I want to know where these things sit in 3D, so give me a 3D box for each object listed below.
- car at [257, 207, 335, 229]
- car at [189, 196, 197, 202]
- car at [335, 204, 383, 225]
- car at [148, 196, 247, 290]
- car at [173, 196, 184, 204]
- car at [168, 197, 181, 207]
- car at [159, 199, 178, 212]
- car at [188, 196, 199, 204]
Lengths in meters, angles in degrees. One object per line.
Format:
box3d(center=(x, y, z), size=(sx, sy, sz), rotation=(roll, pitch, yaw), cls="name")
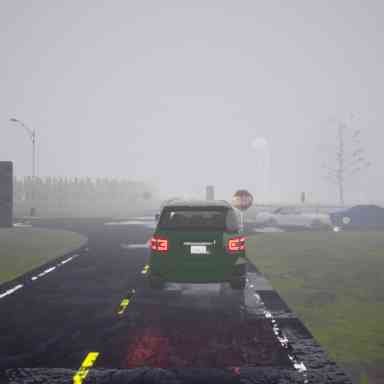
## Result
box3d(center=(6.816, 1.728, 22.566), size=(4.718, 1.301, 1.895), rotation=(1, 1, 13), cls="car")
box3d(center=(0.205, 1.618, 80.595), size=(1.812, 1.442, 4.674), rotation=(0, 0, 0), cls="car")
box3d(center=(12.937, 1.671, 25.355), size=(5.008, 1.535, 1.882), rotation=(1, 1, 0), cls="car")
box3d(center=(0.111, 1.222, 9.198), size=(2.150, 2.045, 5.566), rotation=(0, 0, 0), cls="car")
box3d(center=(-2.610, 1.610, 66.003), size=(2.033, 1.411, 5.357), rotation=(0, 0, 1), cls="car")
box3d(center=(-2.697, 1.565, 52.410), size=(1.812, 1.442, 4.674), rotation=(0, 0, 0), cls="car")
box3d(center=(-2.733, 1.586, 39.487), size=(1.994, 1.385, 4.181), rotation=(0, 0, 0), cls="car")
box3d(center=(0.272, 1.612, 66.874), size=(2.033, 1.411, 5.357), rotation=(0, 0, 0), cls="car")
